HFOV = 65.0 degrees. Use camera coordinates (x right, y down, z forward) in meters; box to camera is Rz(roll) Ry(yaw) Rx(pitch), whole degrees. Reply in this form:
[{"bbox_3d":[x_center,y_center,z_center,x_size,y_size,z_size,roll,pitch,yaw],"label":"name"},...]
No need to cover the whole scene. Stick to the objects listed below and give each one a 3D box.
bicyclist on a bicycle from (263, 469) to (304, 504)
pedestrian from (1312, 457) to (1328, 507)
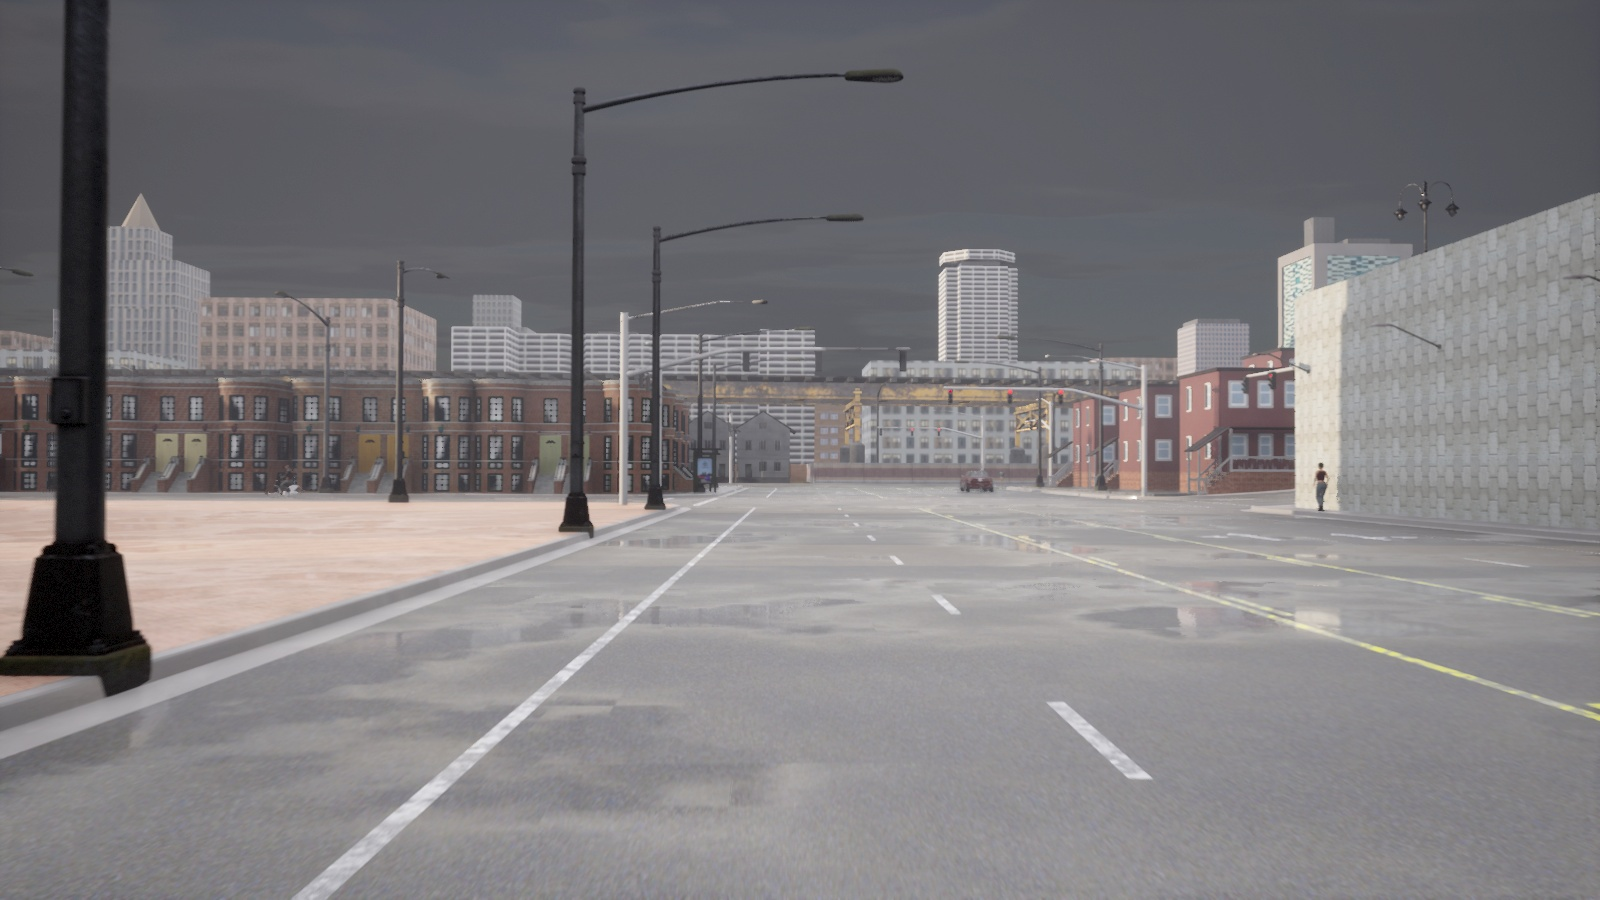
[{"bbox_3d":[-26.752,1.880,65.005,1.843,1.776,0.659,0,-1,0],"label":"bicyclist on a bicycle"},{"bbox_3d":[19.176,1.168,46.304,0.345,1.836,0.594,0,-1,0],"label":"pedestrian"}]
